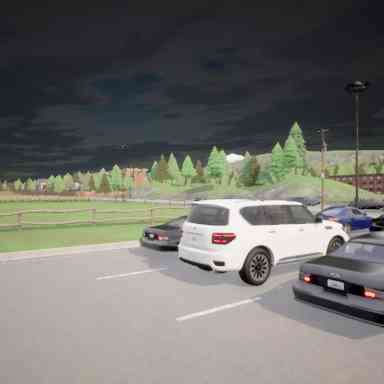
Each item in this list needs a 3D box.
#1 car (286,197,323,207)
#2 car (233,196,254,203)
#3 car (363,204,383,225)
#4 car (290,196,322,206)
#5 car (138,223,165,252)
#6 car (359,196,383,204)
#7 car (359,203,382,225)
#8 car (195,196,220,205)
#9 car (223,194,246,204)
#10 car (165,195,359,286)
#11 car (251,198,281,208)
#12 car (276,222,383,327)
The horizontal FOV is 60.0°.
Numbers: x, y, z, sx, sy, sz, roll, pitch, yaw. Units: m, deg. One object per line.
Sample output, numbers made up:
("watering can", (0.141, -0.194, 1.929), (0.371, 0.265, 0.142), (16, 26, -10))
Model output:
("car", (17.688, 1.544, 52.547), (2.033, 1.411, 5.357), (0, 0, -36))
("car", (10.578, 1.551, 68.321), (1.994, 1.385, 4.181), (0, 0, -36))
("car", (10.306, 1.476, 15.469), (5.008, 1.535, 1.882), (0, 0, -35))
("car", (19.248, 1.501, 56.352), (1.837, 1.490, 4.892), (0, 0, -36))
("car", (0.660, 1.547, 12.834), (5.357, 1.411, 2.033), (0, 0, -36))
("car", (20.413, 1.489, 37.800), (2.128, 1.511, 4.902), (0, 0, -45))
("car", (8.442, 1.525, 18.431), (4.674, 1.442, 1.812), (0, 0, -36))
("car", (2.790, 1.475, 61.058), (1.882, 1.535, 5.008), (0, 0, -36))
("car", (8.302, 1.349, 65.438), (2.097, 1.767, 4.553), (0, 0, -36))
("car", (2.240, 1.221, 9.662), (5.566, 2.045, 2.150), (0, 0, -35))
("car", (11.044, 1.561, 49.771), (1.994, 1.385, 4.181), (0, 0, -36))
("car", (4.357, 1.547, 6.871), (5.357, 1.411, 2.033), (0, 0, -36))
